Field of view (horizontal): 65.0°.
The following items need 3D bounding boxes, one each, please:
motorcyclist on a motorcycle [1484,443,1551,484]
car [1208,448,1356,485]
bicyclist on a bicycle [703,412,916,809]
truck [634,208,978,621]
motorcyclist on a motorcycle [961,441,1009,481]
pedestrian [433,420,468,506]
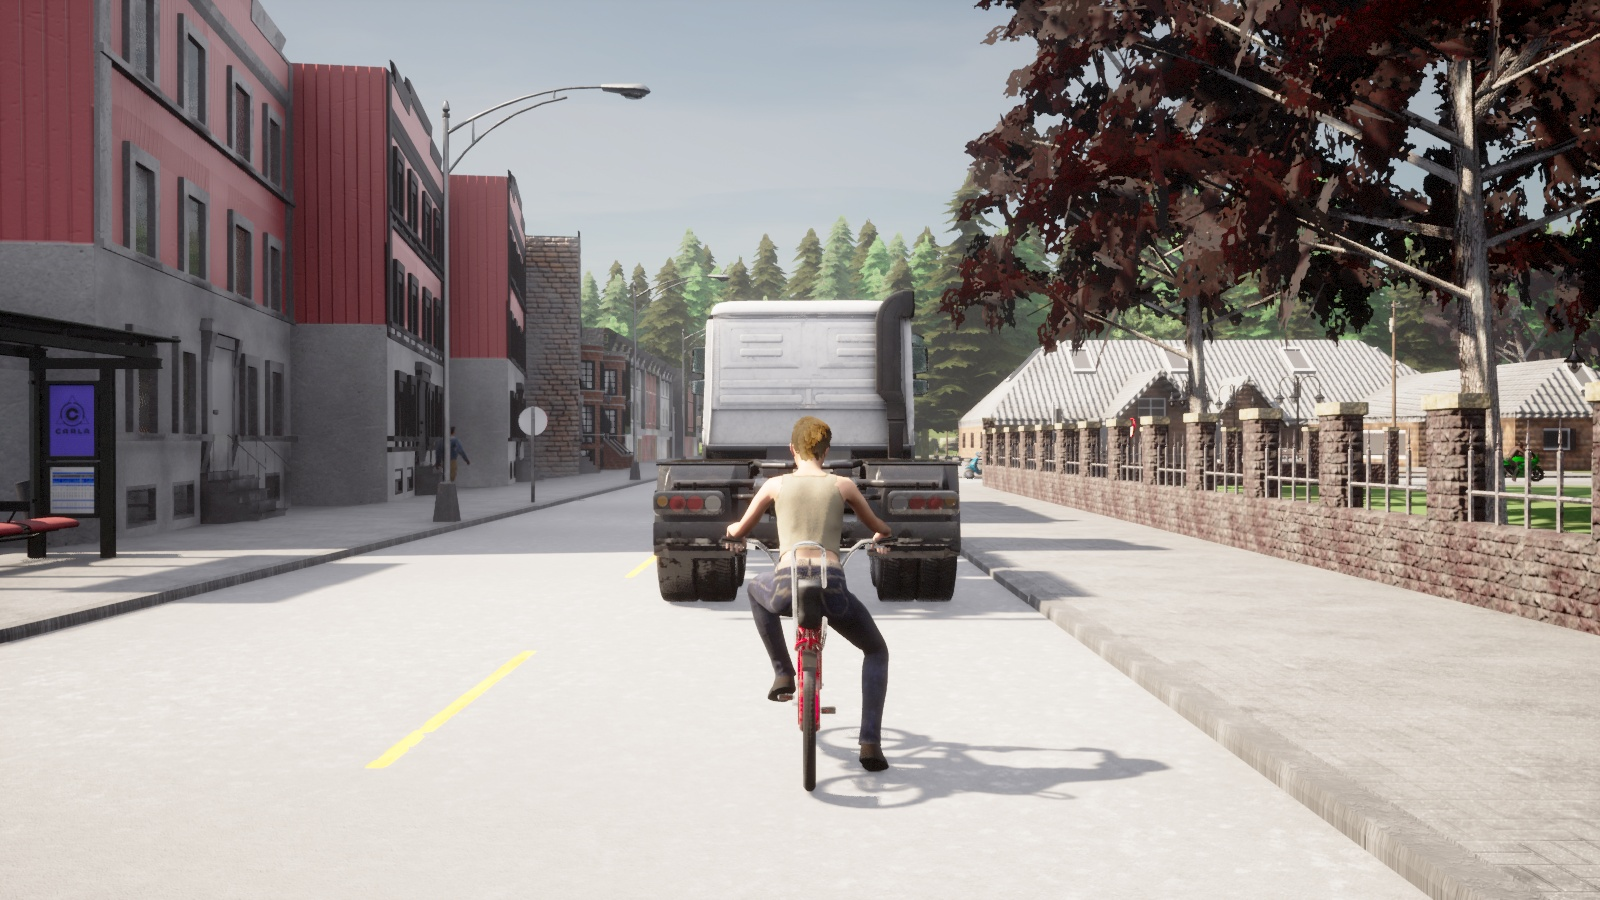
[{"bbox_3d":[26.488,0.488,46.375,2.044,1.523,0.797,0,0,-1],"label":"motorcyclist on a motorcycle"},{"bbox_3d":[17.769,0.599,46.425,4.718,1.301,1.895,0,0,-1],"label":"car"},{"bbox_3d":[0.044,0.650,5.856,0.866,1.612,1.509,0,0,0],"label":"bicyclist on a bicycle"},{"bbox_3d":[0.095,-0.317,14.519,2.891,3.462,7.936,0,0,1],"label":"truck"},{"bbox_3d":[7.450,0.420,50.580,1.817,1.590,0.866,0,0,2],"label":"motorcyclist on a motorcycle"},{"bbox_3d":[-8.026,0.287,28.857,0.423,1.949,0.788,0,0,17],"label":"pedestrian"}]
